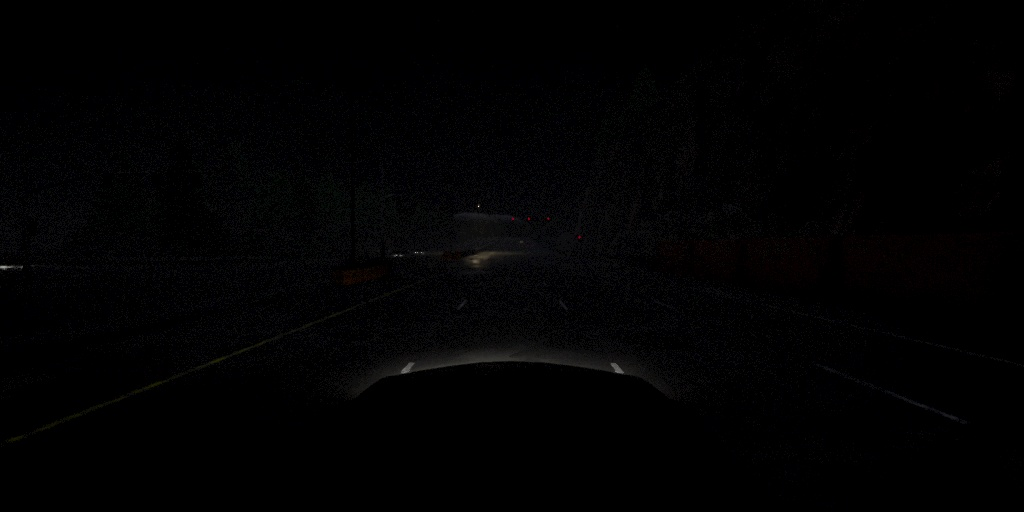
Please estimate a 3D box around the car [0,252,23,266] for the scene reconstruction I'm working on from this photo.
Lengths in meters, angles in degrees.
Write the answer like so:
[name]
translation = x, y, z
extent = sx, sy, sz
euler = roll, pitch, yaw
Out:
[car]
translation = -51.712, 0.291, 36.553
extent = 4.181, 1.385, 1.994
euler = 0, 2, 15
